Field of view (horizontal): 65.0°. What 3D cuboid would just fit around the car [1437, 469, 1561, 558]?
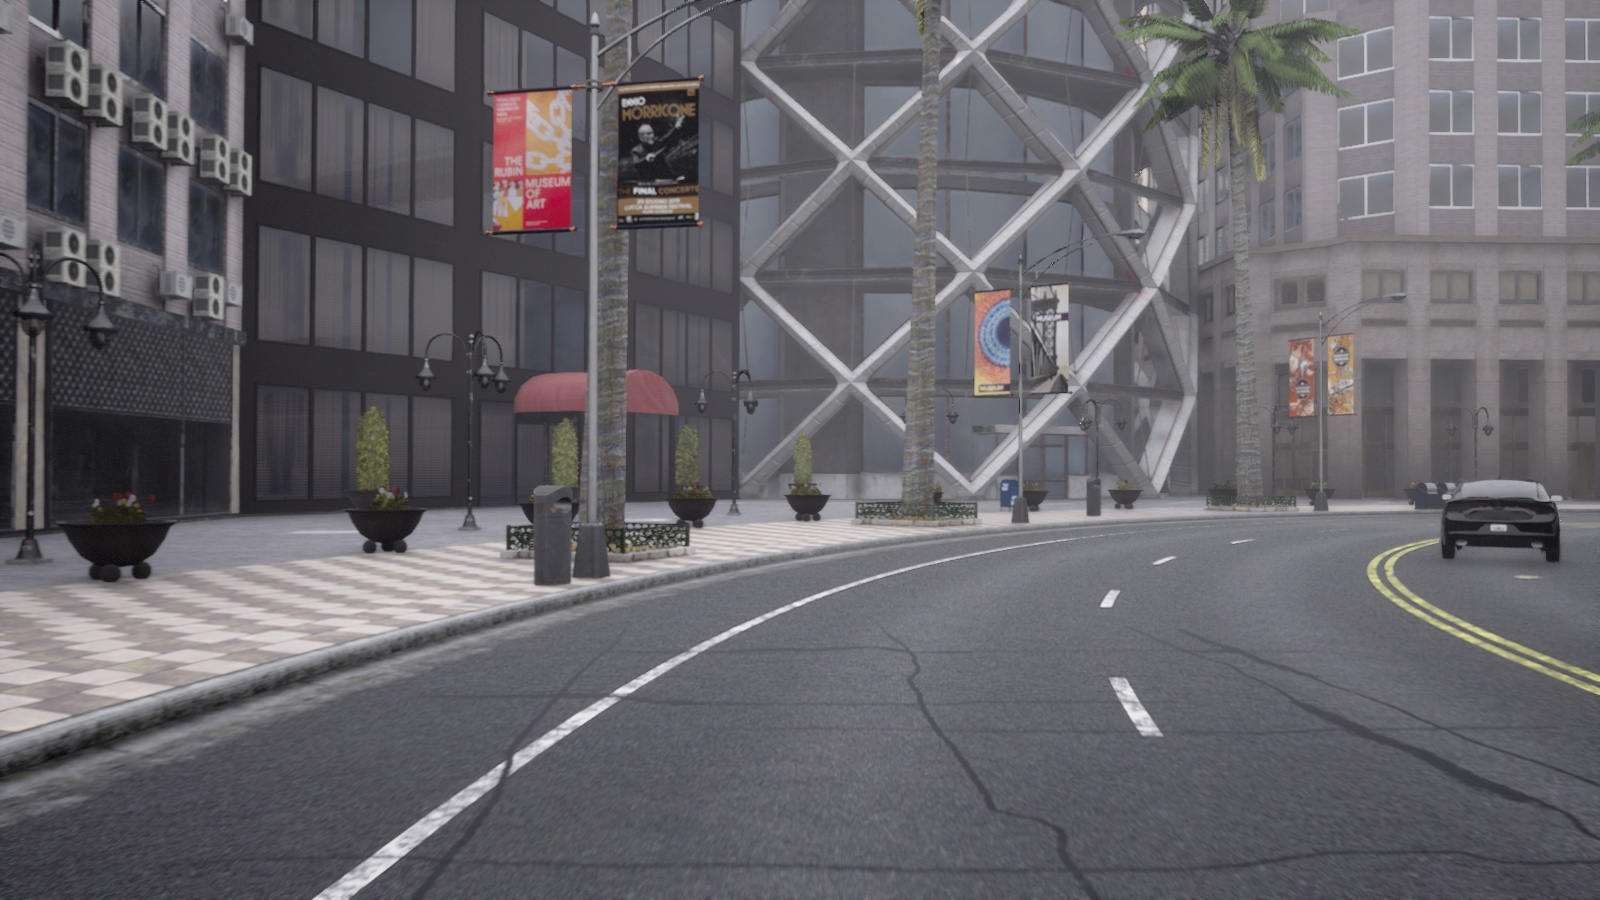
[{"bbox_3d":[13.573,1.148,24.344,1.882,1.535,5.008,-1,-1,30],"label":"car"}]
